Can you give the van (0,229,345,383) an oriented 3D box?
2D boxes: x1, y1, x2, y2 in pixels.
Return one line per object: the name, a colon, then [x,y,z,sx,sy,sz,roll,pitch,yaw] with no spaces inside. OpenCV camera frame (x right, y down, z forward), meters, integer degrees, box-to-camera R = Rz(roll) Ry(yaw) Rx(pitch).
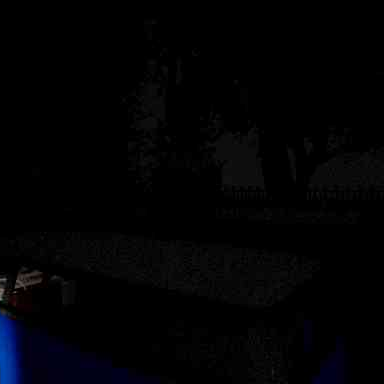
van: [-0.667,1.341,3.188,3.998,1.788,1.690,0,0,35]
